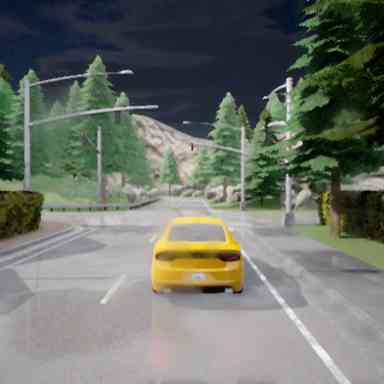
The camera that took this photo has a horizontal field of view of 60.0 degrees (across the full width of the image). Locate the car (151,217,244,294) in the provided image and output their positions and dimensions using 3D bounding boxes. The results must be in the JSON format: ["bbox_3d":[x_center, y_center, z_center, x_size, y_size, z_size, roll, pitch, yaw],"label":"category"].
[{"bbox_3d":[0.121,1.367,8.558,1.882,1.535,5.008,0,1,0],"label":"car"}]
